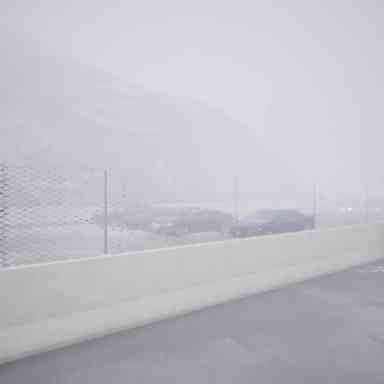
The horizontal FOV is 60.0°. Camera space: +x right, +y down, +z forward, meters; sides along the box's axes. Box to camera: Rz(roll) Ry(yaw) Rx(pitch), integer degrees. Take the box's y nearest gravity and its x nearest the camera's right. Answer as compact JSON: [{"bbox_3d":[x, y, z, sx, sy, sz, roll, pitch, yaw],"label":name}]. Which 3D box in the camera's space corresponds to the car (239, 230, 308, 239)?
[{"bbox_3d":[3.886,1.501,15.993,5.008,1.535,1.882,0,0,-40],"label":"car"}]
